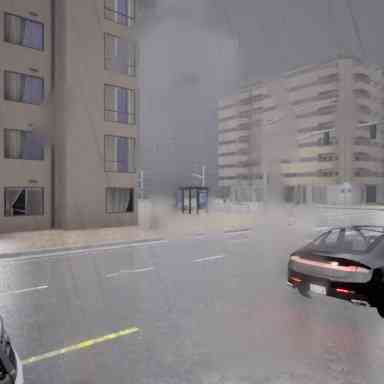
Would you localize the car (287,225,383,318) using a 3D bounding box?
[{"bbox_3d":[4.096,1.492,7.353,4.902,1.511,2.128,0,0,-39],"label":"car"}]

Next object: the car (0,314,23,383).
[{"bbox_3d":[-3.785,1.221,1.347,5.566,2.045,2.150,0,0,-32],"label":"car"}]
